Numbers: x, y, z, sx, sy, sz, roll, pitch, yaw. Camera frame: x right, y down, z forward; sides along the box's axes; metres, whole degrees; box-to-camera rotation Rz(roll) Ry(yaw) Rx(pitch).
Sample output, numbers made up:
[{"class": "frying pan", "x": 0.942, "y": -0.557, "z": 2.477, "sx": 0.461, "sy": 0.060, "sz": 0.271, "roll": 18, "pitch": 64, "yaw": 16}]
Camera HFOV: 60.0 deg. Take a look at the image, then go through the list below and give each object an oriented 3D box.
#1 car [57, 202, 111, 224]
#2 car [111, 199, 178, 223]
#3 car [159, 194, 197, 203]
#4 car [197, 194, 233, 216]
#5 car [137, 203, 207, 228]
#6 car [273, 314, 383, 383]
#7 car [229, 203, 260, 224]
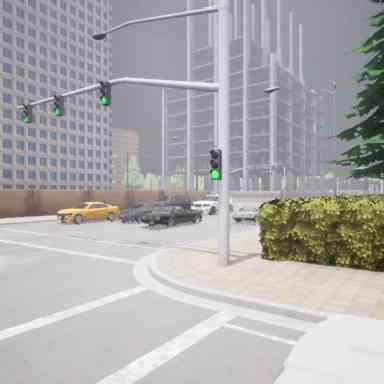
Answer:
[{"class": "car", "x": -7.950, "y": 1.533, "z": 25.723, "sx": 1.882, "sy": 1.535, "sz": 5.008, "roll": 0, "pitch": 0, "yaw": 35}, {"class": "car", "x": -3.561, "y": 1.560, "z": 25.850, "sx": 1.837, "sy": 1.490, "sz": 4.892, "roll": 0, "pitch": 0, "yaw": 35}, {"class": "car", "x": -2.180, "y": 1.277, "z": 33.812, "sx": 2.150, "sy": 2.045, "sz": 5.566, "roll": 0, "pitch": 0, "yaw": 35}, {"class": "car", "x": 2.165, "y": 1.277, "z": 33.860, "sx": 2.150, "sy": 2.045, "sz": 5.566, "roll": 0, "pitch": 0, "yaw": 36}, {"class": "car", "x": -1.255, "y": 1.656, "z": 22.715, "sx": 1.895, "sy": 1.301, "sz": 4.718, "roll": 0, "pitch": 0, "yaw": 35}, {"class": "car", "x": 2.861, "y": 1.601, "z": 1.926, "sx": 4.718, "sy": 1.301, "sz": 1.895, "roll": 0, "pitch": 0, "yaw": 36}, {"class": "car", "x": 4.939, "y": 1.656, "z": 25.379, "sx": 1.895, "sy": 1.301, "sz": 4.718, "roll": 0, "pitch": 0, "yaw": 35}]
